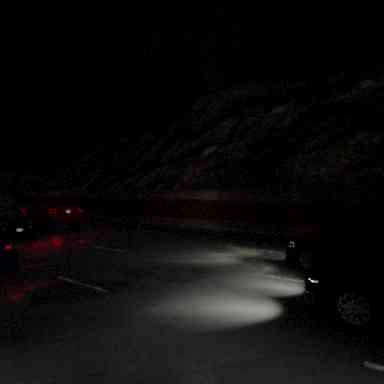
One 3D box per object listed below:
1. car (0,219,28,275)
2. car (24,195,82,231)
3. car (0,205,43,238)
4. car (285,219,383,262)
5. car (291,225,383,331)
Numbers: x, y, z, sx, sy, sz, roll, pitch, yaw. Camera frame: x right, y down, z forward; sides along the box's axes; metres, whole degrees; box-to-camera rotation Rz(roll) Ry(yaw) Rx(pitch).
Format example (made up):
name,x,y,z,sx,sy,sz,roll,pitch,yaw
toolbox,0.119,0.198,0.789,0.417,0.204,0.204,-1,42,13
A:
name,x,y,z,sx,sy,sz,roll,pitch,yaw
car,-6.642,1.561,9.358,4.181,1.385,1.994,0,0,40
car,-8.991,1.217,20.861,5.566,2.045,2.150,0,0,44
car,-9.427,1.522,16.487,4.674,1.442,1.812,0,0,43
car,5.088,1.476,9.023,5.008,1.535,1.882,0,0,36
car,4.333,1.503,5.249,4.892,1.490,1.837,0,0,35
